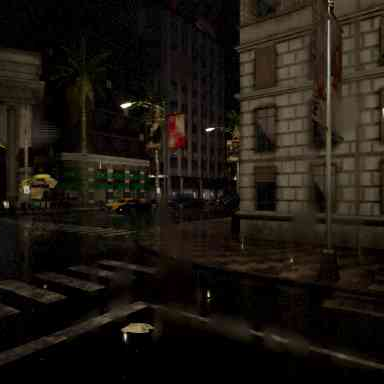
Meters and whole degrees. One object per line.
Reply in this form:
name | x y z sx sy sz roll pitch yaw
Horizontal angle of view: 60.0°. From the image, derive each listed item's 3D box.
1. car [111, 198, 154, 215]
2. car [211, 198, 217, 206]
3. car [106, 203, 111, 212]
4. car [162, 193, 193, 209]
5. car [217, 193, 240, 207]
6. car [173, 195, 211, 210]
car | -5.876 1.564 34.422 1.994 1.385 4.181 0 0 36
car | 4.932 1.352 53.619 4.553 1.767 2.097 0 0 -43
car | -7.556 1.478 38.051 1.882 1.535 5.008 0 0 37
car | -1.753 1.221 45.928 2.150 2.045 5.566 0 0 37
car | 6.817 1.221 50.693 5.566 2.045 2.150 0 0 -45
car | 0.032 1.526 42.449 1.812 1.442 4.674 0 0 37
